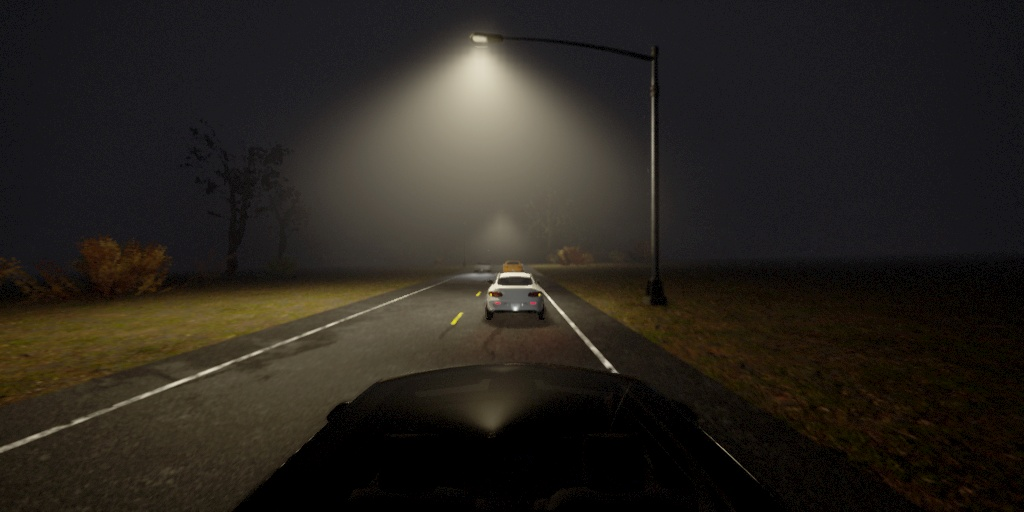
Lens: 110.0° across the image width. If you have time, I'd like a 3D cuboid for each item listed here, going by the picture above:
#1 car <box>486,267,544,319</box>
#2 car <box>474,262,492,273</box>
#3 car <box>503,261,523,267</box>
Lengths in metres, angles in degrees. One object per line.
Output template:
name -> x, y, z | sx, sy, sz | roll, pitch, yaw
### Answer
car -> 0.099, 1.269, 12.664 | 1.812, 1.442, 4.674 | 0, 0, 0
car -> -3.496, 1.326, 43.816 | 1.895, 1.301, 4.718 | 0, 0, 0
car -> 0.103, 1.207, 35.311 | 1.882, 1.535, 5.008 | 0, 0, 0
